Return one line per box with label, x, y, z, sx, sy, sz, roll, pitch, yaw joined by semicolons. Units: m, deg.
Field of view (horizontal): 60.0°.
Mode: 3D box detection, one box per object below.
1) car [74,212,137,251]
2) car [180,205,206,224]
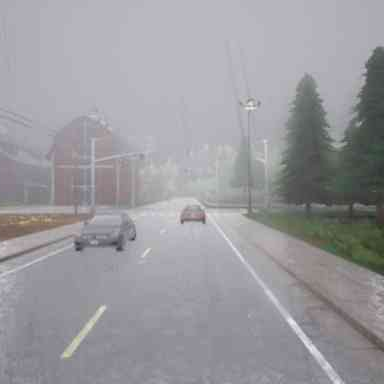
car;-3.602;1.618;14.613;1.812;1.442;4.674;0;0;0
car;0.084;1.727;26.242;1.994;1.385;4.181;0;0;0
